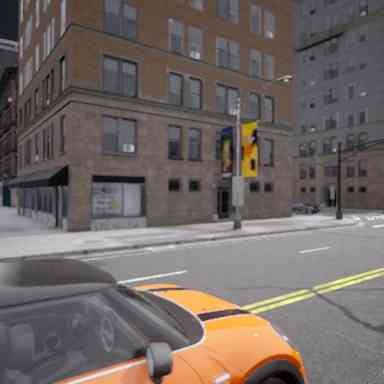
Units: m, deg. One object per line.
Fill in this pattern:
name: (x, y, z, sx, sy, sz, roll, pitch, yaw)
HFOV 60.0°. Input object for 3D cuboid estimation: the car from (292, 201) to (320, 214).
car: (11.744, 1.626, 36.240, 1.994, 1.385, 4.181, 0, 0, -36)

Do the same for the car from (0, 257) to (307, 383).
car: (-1.127, 1.353, 2.629, 4.553, 1.767, 2.097, 0, 0, -36)
